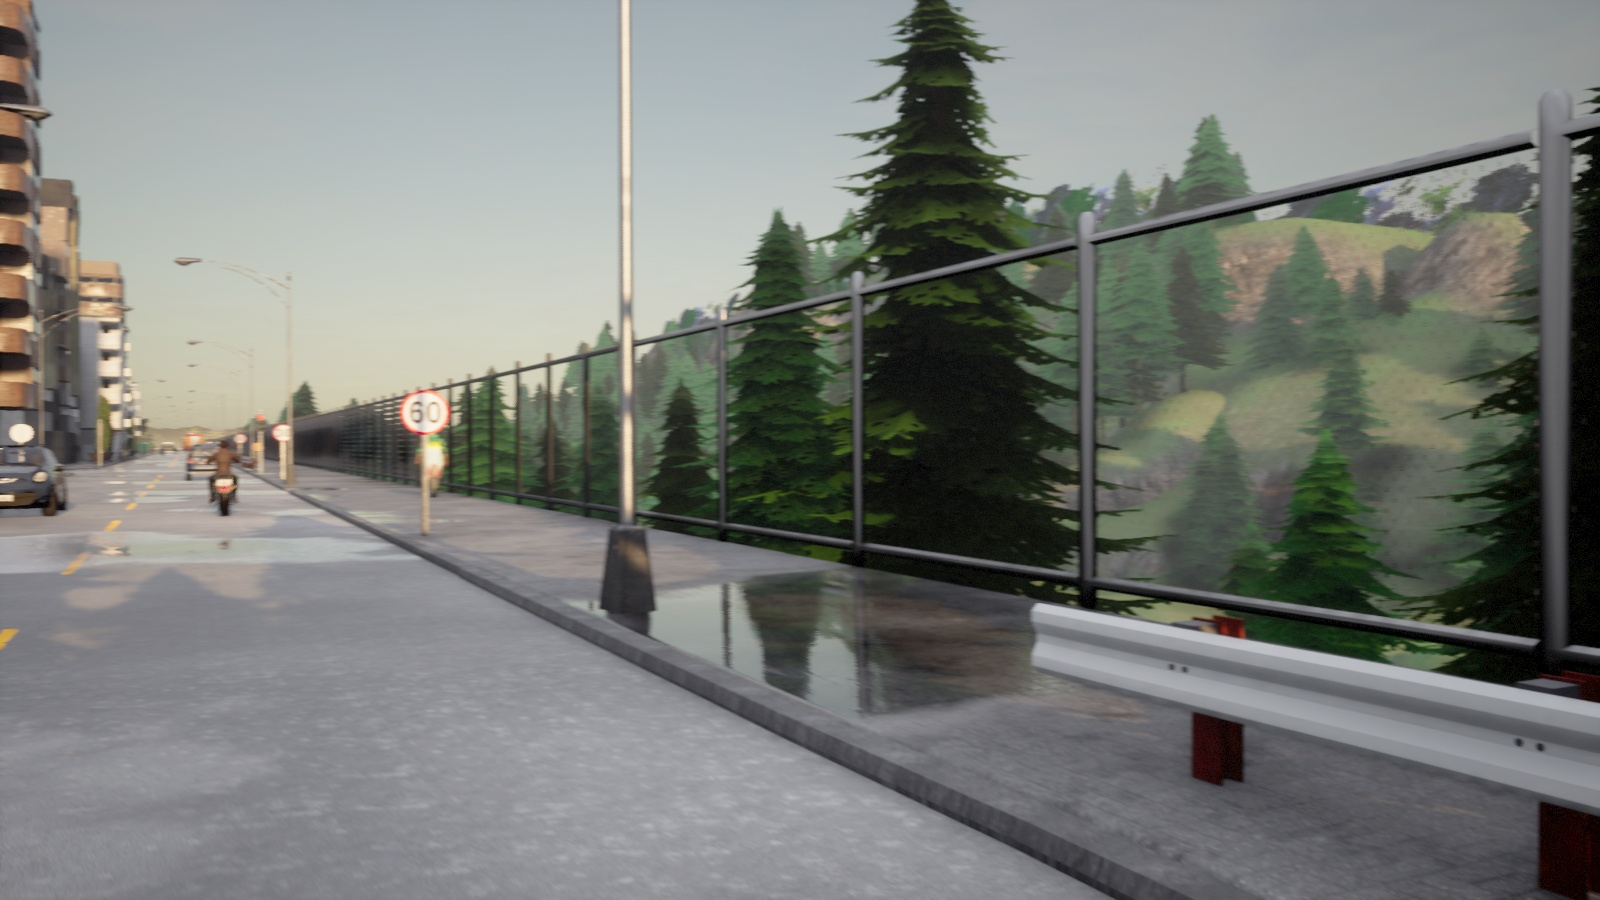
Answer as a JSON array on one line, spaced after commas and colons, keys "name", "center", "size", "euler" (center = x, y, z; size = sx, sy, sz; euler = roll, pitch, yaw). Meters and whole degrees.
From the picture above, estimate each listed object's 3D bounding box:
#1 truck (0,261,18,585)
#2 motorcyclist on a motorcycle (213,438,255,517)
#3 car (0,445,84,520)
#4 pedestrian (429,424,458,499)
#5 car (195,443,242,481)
[{"name": "truck", "center": [-8.727, -0.275, 10.437], "size": [2.891, 3.462, 7.936], "euler": [0, 0, -25]}, {"name": "motorcyclist on a motorcycle", "center": [-12.344, 0.570, 27.362], "size": [0.766, 1.649, 2.350], "euler": [0, 0, -25]}, {"name": "car", "center": [-16.573, 0.647, 26.941], "size": [1.845, 1.501, 3.633], "euler": [0, 0, -25]}, {"name": "pedestrian", "center": [-9.412, 0.290, 33.161], "size": [0.659, 1.952, 0.873], "euler": [0, 0, -21]}, {"name": "car", "center": [-24.993, 0.479, 53.947], "size": [1.789, 1.549, 3.705], "euler": [0, 0, -26]}]
